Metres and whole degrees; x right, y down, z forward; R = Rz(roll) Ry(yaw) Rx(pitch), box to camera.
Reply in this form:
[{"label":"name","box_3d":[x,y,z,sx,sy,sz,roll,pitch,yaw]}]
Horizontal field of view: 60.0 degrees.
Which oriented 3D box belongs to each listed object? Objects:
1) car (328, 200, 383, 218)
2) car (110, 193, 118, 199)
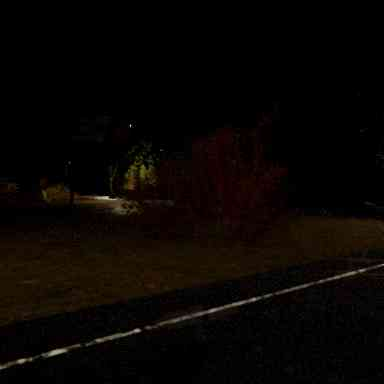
[{"label":"car","box_3d":[14.735,1.428,29.143,2.033,1.411,5.357,0,0,-34]},{"label":"car","box_3d":[-18.771,0.962,81.276,1.882,1.535,5.008,0,0,-27]}]
